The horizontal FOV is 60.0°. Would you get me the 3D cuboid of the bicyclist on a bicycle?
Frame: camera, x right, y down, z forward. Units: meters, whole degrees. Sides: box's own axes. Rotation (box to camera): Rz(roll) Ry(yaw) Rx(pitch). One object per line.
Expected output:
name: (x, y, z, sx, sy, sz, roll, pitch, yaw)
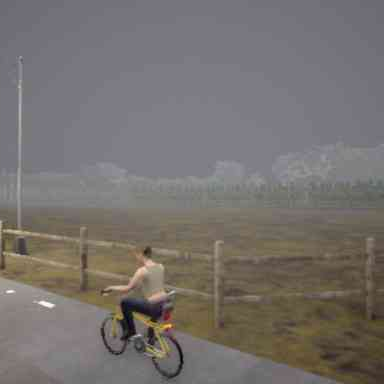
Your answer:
bicyclist on a bicycle: (-0.700, 1.464, 4.359, 1.509, 1.612, 0.866, 0, 0, 36)
